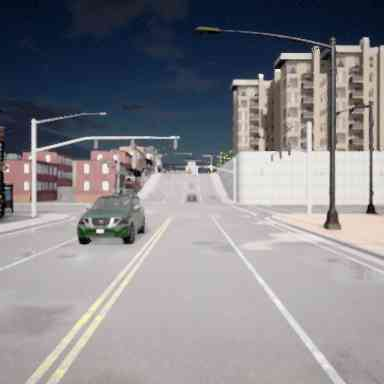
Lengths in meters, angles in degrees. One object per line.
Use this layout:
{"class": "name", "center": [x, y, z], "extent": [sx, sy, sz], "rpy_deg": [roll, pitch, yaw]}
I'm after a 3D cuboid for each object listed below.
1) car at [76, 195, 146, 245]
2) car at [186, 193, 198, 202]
{"class": "car", "center": [-3.532, 1.169, 15.653], "extent": [2.150, 2.045, 5.566], "rpy_deg": [0, 0, 1]}
{"class": "car", "center": [-0.014, 0.985, 61.896], "extent": [2.128, 1.511, 4.902], "rpy_deg": [0, 4, 0]}
